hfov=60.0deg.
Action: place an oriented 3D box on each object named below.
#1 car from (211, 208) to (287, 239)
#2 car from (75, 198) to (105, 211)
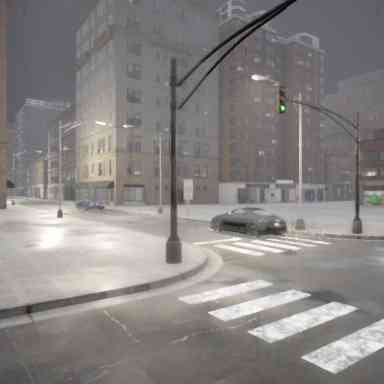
[{"bbox_3d":[2.836,1.500,17.300,1.994,1.385,4.181,0,0,-35],"label":"car"},{"bbox_3d":[-11.562,1.368,37.496,2.033,1.411,5.357,0,0,-35],"label":"car"}]
